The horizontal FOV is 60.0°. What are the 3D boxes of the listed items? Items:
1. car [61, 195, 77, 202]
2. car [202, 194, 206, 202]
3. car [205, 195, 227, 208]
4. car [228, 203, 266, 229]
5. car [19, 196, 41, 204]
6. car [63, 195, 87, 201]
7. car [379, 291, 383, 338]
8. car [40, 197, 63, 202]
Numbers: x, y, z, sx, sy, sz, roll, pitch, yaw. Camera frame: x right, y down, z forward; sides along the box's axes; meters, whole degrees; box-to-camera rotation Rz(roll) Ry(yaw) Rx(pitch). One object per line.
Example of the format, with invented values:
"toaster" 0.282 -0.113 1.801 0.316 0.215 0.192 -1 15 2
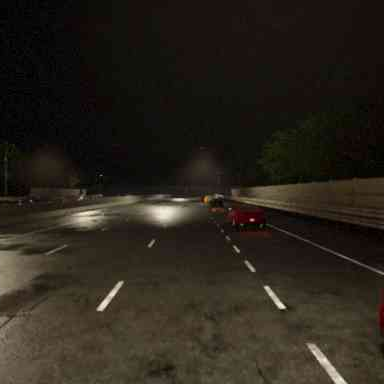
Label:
"car" -27.978 1.422 75.912 1.812 1.442 4.674 0 0 0
"car" 3.504 1.485 66.865 1.882 1.535 5.008 0 0 0
"car" 3.495 1.485 48.170 2.128 1.511 4.902 0 0 0
"car" 3.498 1.471 21.795 1.882 1.535 5.008 0 0 0
"car" -24.548 1.346 51.184 2.097 1.767 4.553 0 0 1
"car" -17.553 1.485 51.505 2.128 1.511 4.902 0 0 1
"car" 3.499 1.470 2.555 1.882 1.535 5.008 0 0 0
"car" -21.051 1.558 51.304 1.994 1.385 4.181 0 0 1
